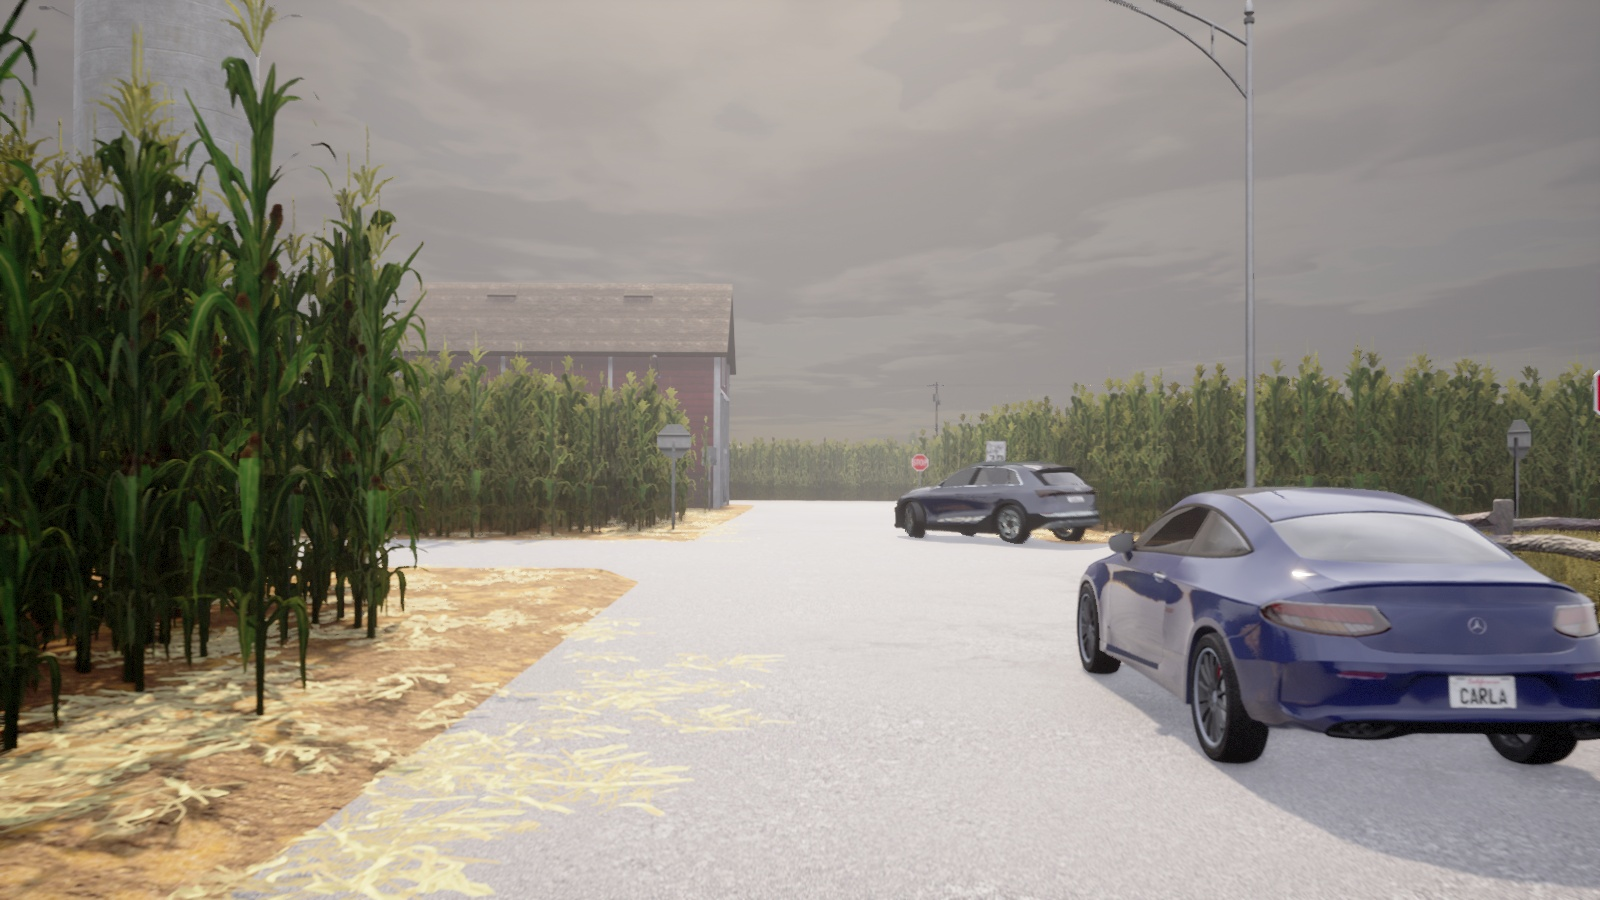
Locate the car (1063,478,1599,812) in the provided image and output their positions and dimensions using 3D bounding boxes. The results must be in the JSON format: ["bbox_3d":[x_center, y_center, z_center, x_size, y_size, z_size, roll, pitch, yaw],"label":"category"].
[{"bbox_3d":[3.080,0.931,7.992,1.812,1.442,4.674,0,-1,0],"label":"car"}]

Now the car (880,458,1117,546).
[{"bbox_3d":[4.031,1.029,26.353,2.033,1.649,4.856,-1,-1,-36],"label":"car"}]
